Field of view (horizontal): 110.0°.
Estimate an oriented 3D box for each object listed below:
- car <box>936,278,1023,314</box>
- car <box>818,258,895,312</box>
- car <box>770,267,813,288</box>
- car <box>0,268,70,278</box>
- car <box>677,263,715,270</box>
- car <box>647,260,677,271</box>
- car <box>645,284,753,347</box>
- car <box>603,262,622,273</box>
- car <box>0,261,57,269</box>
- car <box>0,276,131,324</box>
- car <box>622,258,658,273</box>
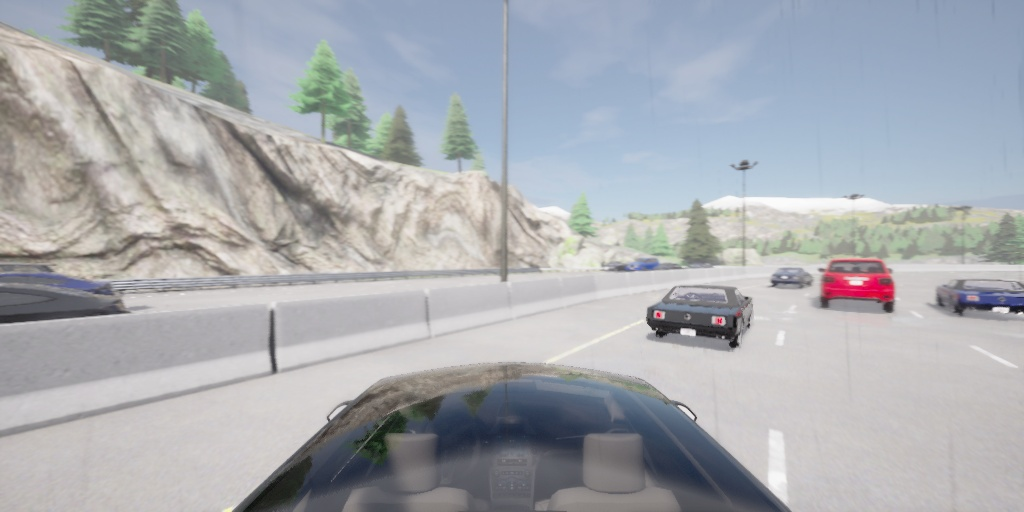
[{"bbox_3d":[17.731,1.503,13.521,1.895,1.301,4.718,0,0,43],"label":"car"},{"bbox_3d":[14.831,1.115,15.543,2.150,2.045,5.566,0,0,42],"label":"car"},{"bbox_3d":[20.327,1.515,26.032,5.357,1.411,2.033,1,0,-43],"label":"car"},{"bbox_3d":[-15.615,1.219,10.988,1.812,1.442,4.674,0,0,34],"label":"car"},{"bbox_3d":[21.468,1.528,41.077,4.902,1.511,2.128,1,0,-39],"label":"car"},{"bbox_3d":[18.903,1.537,43.497,4.892,1.490,1.837,1,-1,-39],"label":"car"},{"bbox_3d":[5.276,1.414,9.711,1.895,1.301,4.718,0,0,38],"label":"car"},{"bbox_3d":[14.323,1.514,48.790,4.902,1.511,2.128,1,0,-39],"label":"car"},{"bbox_3d":[-18.824,1.032,12.471,2.097,1.767,4.553,0,0,34],"label":"car"},{"bbox_3d":[-10.254,1.233,6.441,1.812,1.442,4.674,0,0,34],"label":"car"},{"bbox_3d":[17.134,1.236,46.575,5.566,2.045,2.150,1,0,-38],"label":"car"}]
